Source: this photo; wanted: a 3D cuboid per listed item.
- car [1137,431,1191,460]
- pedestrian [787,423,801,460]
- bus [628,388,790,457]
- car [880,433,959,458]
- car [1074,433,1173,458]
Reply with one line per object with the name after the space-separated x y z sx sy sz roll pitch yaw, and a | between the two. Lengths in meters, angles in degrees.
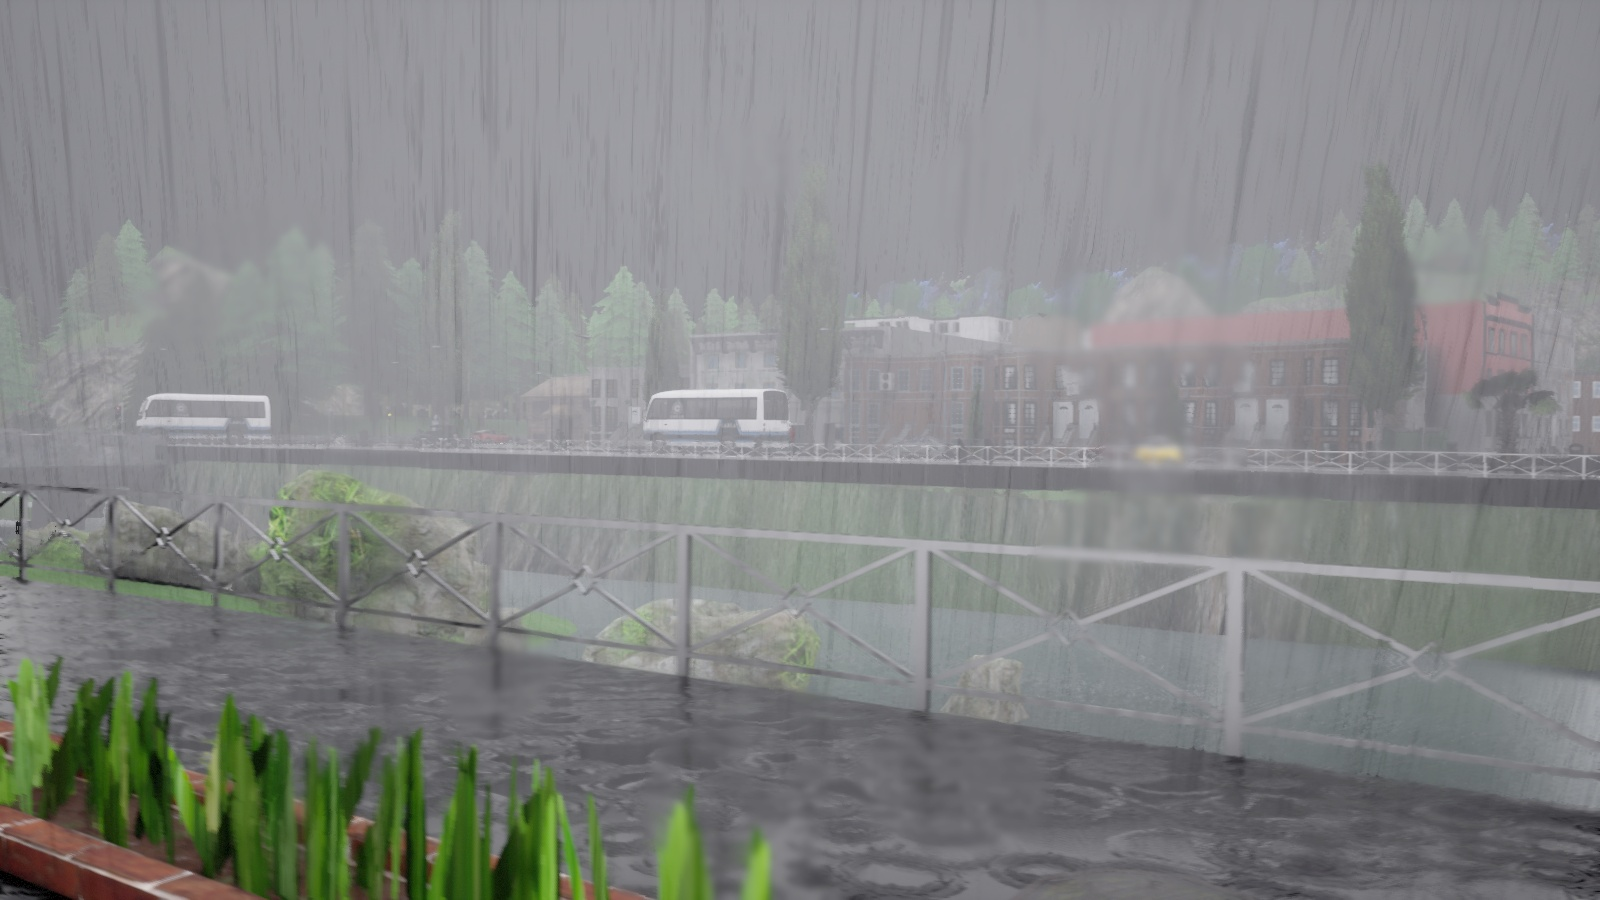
17.853 -0.216 61.593 2.207 1.376 1.481 0 1 34 | car
-0.307 -0.428 63.892 0.636 1.846 0.331 0 1 34 | pedestrian
-6.018 -1.713 82.213 10.273 4.253 3.944 0 1 34 | bus
6.986 -0.273 73.608 4.181 1.385 1.994 0 1 34 | car
17.204 -0.236 66.824 4.718 1.301 1.895 0 1 34 | car
